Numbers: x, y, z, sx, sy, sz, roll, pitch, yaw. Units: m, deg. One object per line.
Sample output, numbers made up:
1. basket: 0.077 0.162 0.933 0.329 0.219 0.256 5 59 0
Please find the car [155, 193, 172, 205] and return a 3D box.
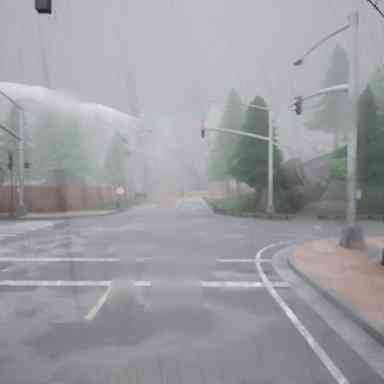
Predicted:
1. car: -3.619 0.821 42.380 1.882 1.535 5.008 0 1 0
